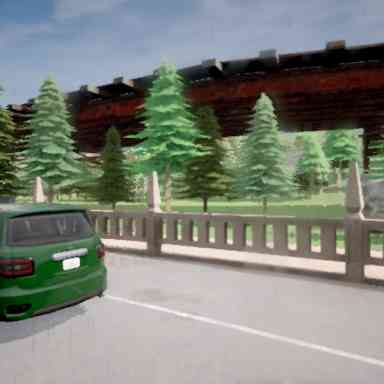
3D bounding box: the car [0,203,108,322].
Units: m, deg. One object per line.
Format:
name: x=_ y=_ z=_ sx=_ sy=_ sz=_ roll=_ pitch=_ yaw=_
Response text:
car: x=-4.185 y=1.242 z=6.621 sx=5.566 sy=2.045 sz=2.150 roll=-1 pitch=0 yaw=31
